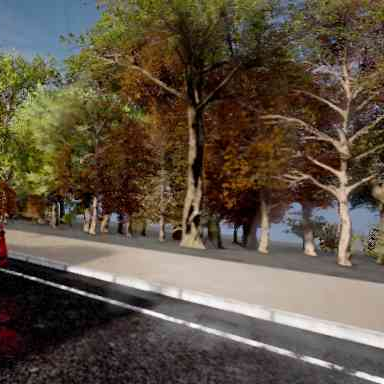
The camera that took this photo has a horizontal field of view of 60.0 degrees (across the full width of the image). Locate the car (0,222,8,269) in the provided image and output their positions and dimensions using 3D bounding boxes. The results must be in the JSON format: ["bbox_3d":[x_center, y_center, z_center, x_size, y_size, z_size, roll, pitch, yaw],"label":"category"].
[{"bbox_3d":[-7.023,1.149,8.691,5.566,2.045,2.150,0,0,35],"label":"car"}]
